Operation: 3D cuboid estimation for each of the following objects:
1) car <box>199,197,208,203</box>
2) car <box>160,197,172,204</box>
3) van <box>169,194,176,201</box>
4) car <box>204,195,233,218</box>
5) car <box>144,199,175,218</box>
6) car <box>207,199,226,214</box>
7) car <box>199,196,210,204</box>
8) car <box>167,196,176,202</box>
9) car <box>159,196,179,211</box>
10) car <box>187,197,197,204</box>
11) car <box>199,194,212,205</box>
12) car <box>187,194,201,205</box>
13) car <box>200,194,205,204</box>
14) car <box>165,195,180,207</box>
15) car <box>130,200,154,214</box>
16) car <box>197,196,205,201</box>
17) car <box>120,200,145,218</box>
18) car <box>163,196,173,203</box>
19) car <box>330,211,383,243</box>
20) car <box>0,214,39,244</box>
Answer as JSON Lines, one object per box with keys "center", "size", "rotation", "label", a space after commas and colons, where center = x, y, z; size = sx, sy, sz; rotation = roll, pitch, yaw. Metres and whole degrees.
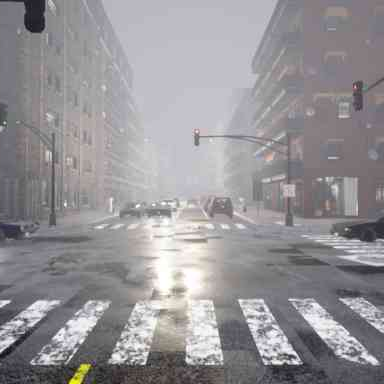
{"center": [2.538, 1.728, 74.702], "size": [1.802, 1.307, 4.206], "rotation": [1, 0, 0], "label": "car"}
{"center": [-5.338, 1.667, 69.102], "size": [2.008, 1.369, 4.403], "rotation": [1, 0, 0], "label": "car"}
{"center": [-5.347, 1.588, 91.358], "size": [1.690, 1.788, 3.998], "rotation": [1, 0, 0], "label": "van"}
{"center": [2.570, 1.326, 30.220], "size": [2.192, 1.841, 5.009], "rotation": [1, 0, 0], "label": "car"}
{"center": [-2.858, 1.575, 30.404], "size": [1.994, 1.385, 4.181], "rotation": [0, 0, 0], "label": "car"}
{"center": [2.563, 1.540, 35.949], "size": [1.752, 1.417, 4.829], "rotation": [1, 0, 0], "label": "car"}
{"center": [2.543, 1.556, 69.142], "size": [1.967, 1.590, 4.097], "rotation": [1, 0, 0], "label": "car"}
{"center": [-5.348, 1.764, 85.793], "size": [2.008, 1.369, 4.403], "rotation": [1, 0, 0], "label": "car"}
{"center": [-2.847, 1.545, 40.294], "size": [1.812, 1.442, 4.674], "rotation": [0, 0, 0], "label": "car"}
{"center": [0.027, 1.685, 70.415], "size": [1.994, 1.385, 4.181], "rotation": [0, 0, 0], "label": "car"}
{"center": [2.548, 1.402, 63.578], "size": [2.192, 1.841, 5.009], "rotation": [1, 0, 0], "label": "car"}
{"center": [0.070, 1.565, 60.181], "size": [2.128, 1.511, 4.902], "rotation": [0, 0, 0], "label": "car"}
{"center": [2.563, 1.336, 41.344], "size": [2.192, 1.841, 5.009], "rotation": [1, 0, 0], "label": "car"}
{"center": [-2.784, 1.565, 50.495], "size": [1.812, 1.442, 4.674], "rotation": [0, 0, 0], "label": "car"}
{"center": [-5.317, 1.580, 35.731], "size": [1.947, 1.339, 4.313], "rotation": [1, 0, 0], "label": "car"}
{"center": [2.530, 1.813, 91.393], "size": [1.947, 1.339, 4.313], "rotation": [1, 0, 0], "label": "car"}
{"center": [-5.314, 1.577, 30.169], "size": [1.947, 1.339, 4.313], "rotation": [1, 0, 0], "label": "car"}
{"center": [-5.341, 1.671, 74.494], "size": [1.752, 1.417, 4.829], "rotation": [1, 0, 0], "label": "car"}
{"center": [9.345, 1.556, 15.367], "size": [5.357, 1.411, 2.033], "rotation": [0, -1, 0], "label": "car"}
{"center": [-9.819, 1.665, 15.403], "size": [4.718, 1.301, 1.895], "rotation": [0, -1, 0], "label": "car"}
